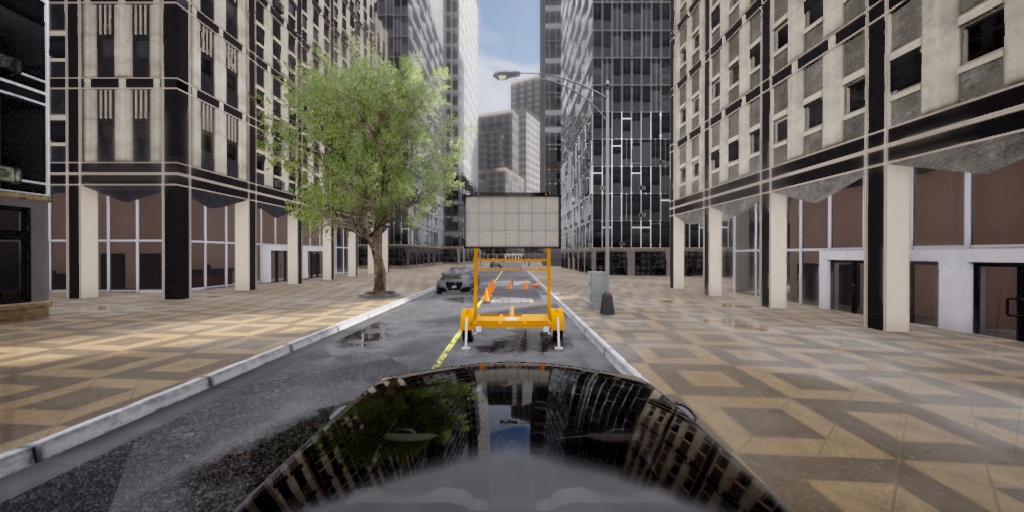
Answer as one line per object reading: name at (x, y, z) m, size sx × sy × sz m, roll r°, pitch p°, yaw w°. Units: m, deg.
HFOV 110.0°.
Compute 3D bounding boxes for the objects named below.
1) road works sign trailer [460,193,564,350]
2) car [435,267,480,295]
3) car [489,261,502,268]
road works sign trailer at (0.010, 0.214, 9.080) m, size 2.380 × 3.560 × 2.880 m, roll 0°, pitch 0°, yaw 0°
car at (-2.829, 1.316, 19.504) m, size 1.994 × 1.385 × 4.181 m, roll 0°, pitch 0°, yaw 0°
car at (-2.761, 1.339, 60.993) m, size 1.812 × 1.442 × 4.674 m, roll 0°, pitch 0°, yaw 0°
